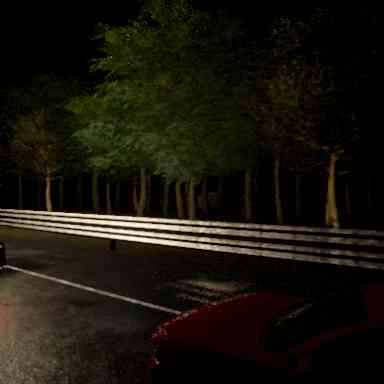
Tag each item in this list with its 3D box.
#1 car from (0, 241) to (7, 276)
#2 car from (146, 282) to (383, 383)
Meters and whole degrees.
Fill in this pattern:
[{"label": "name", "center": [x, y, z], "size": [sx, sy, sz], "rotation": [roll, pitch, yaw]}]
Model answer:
[{"label": "car", "center": [-6.826, 1.548, 8.956], "size": [4.902, 1.511, 2.128], "rotation": [0, 0, 37]}, {"label": "car", "center": [1.846, 1.479, 2.544], "size": [5.008, 1.535, 1.882], "rotation": [0, 0, 36]}]
